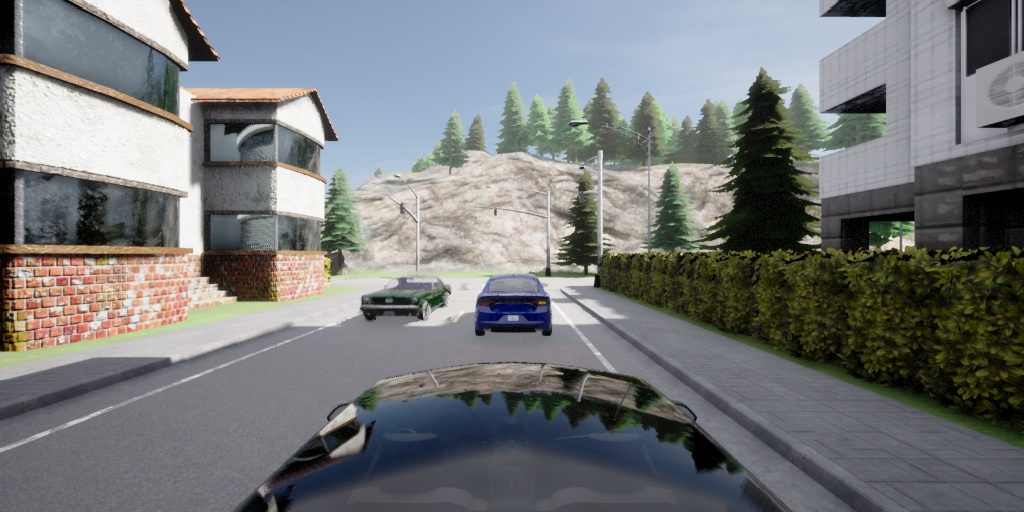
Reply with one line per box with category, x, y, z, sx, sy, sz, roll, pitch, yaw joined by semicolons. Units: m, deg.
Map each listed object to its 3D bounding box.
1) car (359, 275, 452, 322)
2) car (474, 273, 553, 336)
car;-3.467;1.351;12.516;1.895;1.301;4.718;0;0;2
car;0.049;1.228;10.431;1.882;1.535;5.008;0;0;0
